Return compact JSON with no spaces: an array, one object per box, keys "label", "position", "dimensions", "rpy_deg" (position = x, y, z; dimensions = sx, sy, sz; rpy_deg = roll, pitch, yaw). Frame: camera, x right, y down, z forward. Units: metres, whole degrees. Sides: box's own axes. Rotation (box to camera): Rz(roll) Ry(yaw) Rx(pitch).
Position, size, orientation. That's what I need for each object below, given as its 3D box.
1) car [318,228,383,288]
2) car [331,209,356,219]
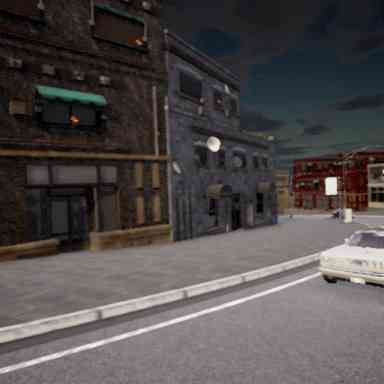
[{"label":"car","position":[5.205,1.688,9.018],"dimensions":[1.895,1.301,4.718],"rpy_deg":[-1,-1,44]},{"label":"car","position":[21.545,3.141,47.597],"dimensions":[1.837,1.490,4.892],"rpy_deg":[-2,-4,1]}]
